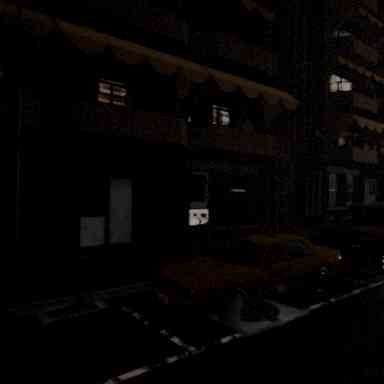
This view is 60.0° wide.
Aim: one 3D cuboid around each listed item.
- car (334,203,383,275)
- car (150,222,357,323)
[{"bbox_3d":[5.982,1.300,10.671,5.009,1.841,2.192,0,1,-37],"label":"car"},{"bbox_3d":[1.432,1.530,7.236,4.829,1.417,1.752,0,1,-37],"label":"car"}]
